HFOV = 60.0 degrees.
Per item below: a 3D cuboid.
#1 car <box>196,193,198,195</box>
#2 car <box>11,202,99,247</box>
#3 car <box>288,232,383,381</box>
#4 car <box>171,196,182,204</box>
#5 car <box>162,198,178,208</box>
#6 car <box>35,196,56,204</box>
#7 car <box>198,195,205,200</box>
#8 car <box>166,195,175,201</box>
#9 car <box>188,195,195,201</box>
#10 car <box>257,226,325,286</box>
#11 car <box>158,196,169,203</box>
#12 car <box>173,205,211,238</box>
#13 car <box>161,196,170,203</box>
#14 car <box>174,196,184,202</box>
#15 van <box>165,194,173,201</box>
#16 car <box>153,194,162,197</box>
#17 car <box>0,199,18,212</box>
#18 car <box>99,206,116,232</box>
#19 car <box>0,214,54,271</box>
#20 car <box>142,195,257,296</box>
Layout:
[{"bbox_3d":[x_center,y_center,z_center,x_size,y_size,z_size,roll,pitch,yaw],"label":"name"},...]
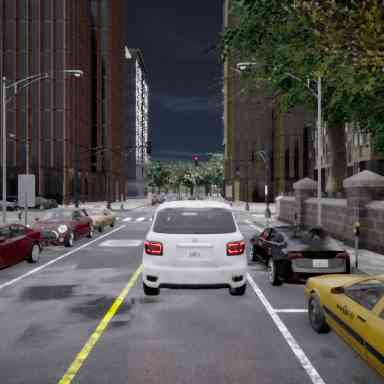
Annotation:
[{"bbox_3d":[-0.046,1.551,78.655,1.812,1.442,4.674,0,0,0],"label":"car"},{"bbox_3d":[-5.773,1.441,14.659,1.967,1.590,4.097,0,0,0],"label":"car"},{"bbox_3d":[2.758,1.525,3.921,1.752,1.417,4.829,0,0,0],"label":"car"},{"bbox_3d":[-3.061,1.583,66.956,1.994,1.385,4.181,0,0,1],"label":"car"},{"bbox_3d":[-3.124,1.574,48.086,1.994,1.385,4.181,0,0,0],"label":"car"},{"bbox_3d":[-16.659,1.208,34.770,4.892,1.490,1.837,1,0,0],"label":"car"},{"bbox_3d":[2.706,1.564,95.761,1.752,1.417,4.829,0,0,0],"label":"car"},{"bbox_3d":[-5.816,1.585,90.149,2.008,1.369,4.403,0,0,0],"label":"car"},{"bbox_3d":[-0.052,1.533,88.561,1.837,1.490,4.892,0,0,0],"label":"car"},{"bbox_3d":[2.755,1.566,9.208,1.947,1.339,4.313,0,0,0],"label":"car"},{"bbox_3d":[-5.803,1.602,68.398,1.802,1.307,4.206,0,0,0],"label":"car"},{"bbox_3d":[0.013,1.527,18.444,1.812,1.442,4.674,0,0,1],"label":"car"},{"bbox_3d":[-5.807,1.548,73.666,1.752,1.417,4.829,0,0,0],"label":"car"},{"bbox_3d":[-3.045,1.558,77.295,2.033,1.411,5.357,0,0,0],"label":"car"},{"bbox_3d":[-5.813,1.371,84.711,1.690,1.788,3.998,0,0,0],"label":"van"},{"bbox_3d":[-5.798,1.329,57.523,2.192,1.841,5.009,0,0,0],"label":"car"},{"bbox_3d":[-19.190,1.203,31.510,5.357,1.411,2.033,1,0,-5],"label":"car"},{"bbox_3d":[-5.776,1.527,19.945,1.752,1.417,4.829,0,0,0],"label":"car"},{"bbox_3d":[-5.770,1.545,9.201,1.887,1.381,4.507,0,0,0],"label":"car"},{"bbox_3d":[0.061,1.222,8.799,2.150,2.045,5.566,0,0,0],"label":"car"}]
